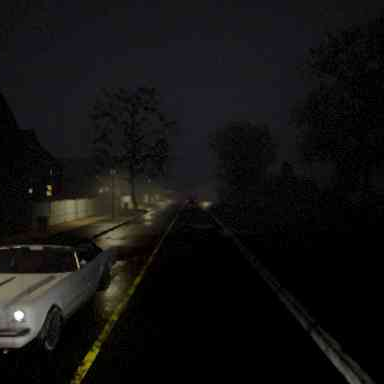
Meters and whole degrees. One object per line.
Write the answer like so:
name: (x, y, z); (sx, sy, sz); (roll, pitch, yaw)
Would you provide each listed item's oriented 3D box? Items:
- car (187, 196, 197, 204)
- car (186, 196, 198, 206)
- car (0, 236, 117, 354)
car: (0.000, 1.480, 63.259); (1.895, 1.301, 4.718); (0, 0, 0)
car: (0.000, 1.445, 52.801); (2.033, 1.411, 5.357); (0, 0, 0)
car: (-2.842, 1.588, 6.217); (1.895, 1.301, 4.718); (0, 0, 0)
